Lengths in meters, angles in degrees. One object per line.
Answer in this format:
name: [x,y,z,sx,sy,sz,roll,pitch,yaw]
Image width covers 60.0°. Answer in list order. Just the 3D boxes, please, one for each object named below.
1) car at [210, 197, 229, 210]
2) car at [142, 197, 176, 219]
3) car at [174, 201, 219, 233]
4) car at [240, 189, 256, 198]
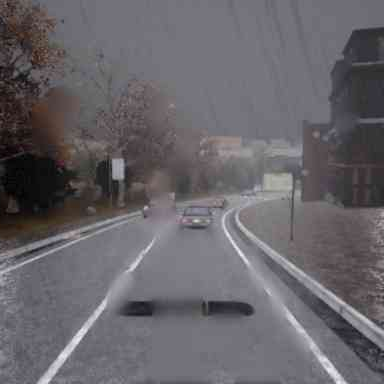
car: [3.124,1.292,38.642,2.033,1.411,5.357,1,1,14]
car: [-2.579,1.225,27.465,2.097,1.767,4.553,1,1,7]
car: [0.347,1.512,19.359,2.033,1.411,5.357,0,0,3]
car: [11.338,0.245,67.040,1.837,1.490,4.892,3,4,30]
